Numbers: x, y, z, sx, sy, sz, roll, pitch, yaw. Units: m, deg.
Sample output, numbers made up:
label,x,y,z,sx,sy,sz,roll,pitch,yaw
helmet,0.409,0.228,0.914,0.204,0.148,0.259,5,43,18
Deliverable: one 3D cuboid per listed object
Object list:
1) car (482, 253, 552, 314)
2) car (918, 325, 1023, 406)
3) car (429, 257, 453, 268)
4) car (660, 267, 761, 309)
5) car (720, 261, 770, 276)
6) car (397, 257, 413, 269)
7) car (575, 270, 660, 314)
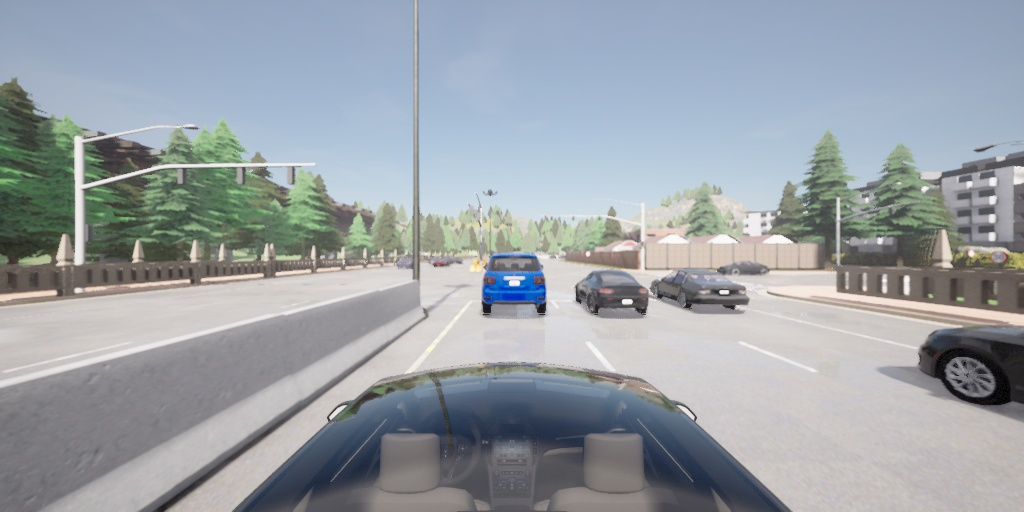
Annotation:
label,x,y,z,sx,sy,sz,roll,pitch,yaw
car,0.073,0.934,13.713,2.150,2.045,5.566,0,0,0
car,7.095,1.261,3.386,1.837,1.490,4.892,0,0,0
car,-10.649,1.089,54.034,1.895,1.301,4.718,0,0,0
car,7.357,1.259,14.666,2.033,1.411,5.357,0,0,4
car,22.053,1.164,34.205,4.181,1.385,1.994,0,0,2
car,-14.046,0.871,48.725,2.097,1.767,4.553,0,0,0
car,3.578,1.243,13.419,1.812,1.442,4.674,0,0,0
